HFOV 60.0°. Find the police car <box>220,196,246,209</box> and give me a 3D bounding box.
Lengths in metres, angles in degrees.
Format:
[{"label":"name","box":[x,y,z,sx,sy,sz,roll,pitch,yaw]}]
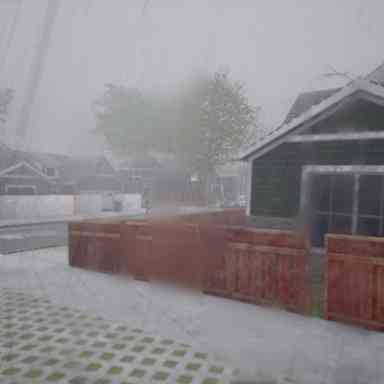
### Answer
[{"label":"police car","box":[5.032,1.284,40.103,2.038,1.542,4.974,3,2,29]}]
